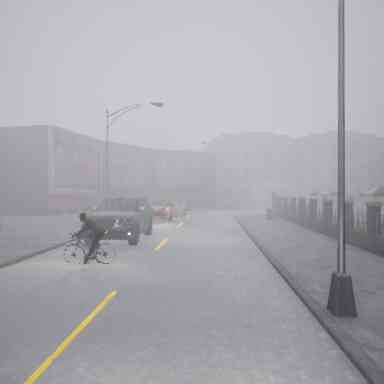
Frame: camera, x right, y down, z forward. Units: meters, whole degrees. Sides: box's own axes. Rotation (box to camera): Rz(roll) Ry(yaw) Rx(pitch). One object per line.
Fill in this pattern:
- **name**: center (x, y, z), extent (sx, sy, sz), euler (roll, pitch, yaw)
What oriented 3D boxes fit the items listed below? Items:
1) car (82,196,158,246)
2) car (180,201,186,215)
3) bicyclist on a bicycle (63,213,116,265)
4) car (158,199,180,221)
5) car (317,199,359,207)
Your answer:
- **car**: center (-3.265, 1.220, 15.757), extent (2.150, 2.045, 5.566), euler (0, 0, 3)
- **car**: center (-1.854, 1.527, 31.608), extent (1.812, 1.442, 4.674), euler (0, 0, 15)
- **bicyclist on a bicycle**: center (-3.151, 1.454, 10.171), extent (1.656, 1.620, 0.582), euler (-2, 0, 3)
- **car**: center (-2.468, 1.351, 26.822), extent (2.097, 1.767, 4.553), euler (0, 0, 4)
- **car**: center (16.051, 1.491, 36.037), extent (4.902, 1.511, 2.128), euler (0, 0, 4)
